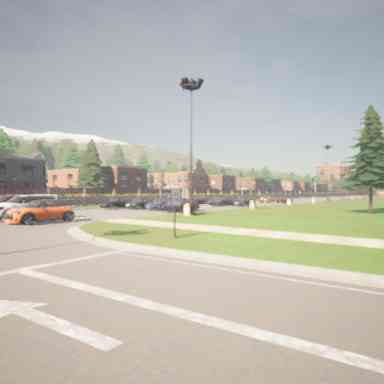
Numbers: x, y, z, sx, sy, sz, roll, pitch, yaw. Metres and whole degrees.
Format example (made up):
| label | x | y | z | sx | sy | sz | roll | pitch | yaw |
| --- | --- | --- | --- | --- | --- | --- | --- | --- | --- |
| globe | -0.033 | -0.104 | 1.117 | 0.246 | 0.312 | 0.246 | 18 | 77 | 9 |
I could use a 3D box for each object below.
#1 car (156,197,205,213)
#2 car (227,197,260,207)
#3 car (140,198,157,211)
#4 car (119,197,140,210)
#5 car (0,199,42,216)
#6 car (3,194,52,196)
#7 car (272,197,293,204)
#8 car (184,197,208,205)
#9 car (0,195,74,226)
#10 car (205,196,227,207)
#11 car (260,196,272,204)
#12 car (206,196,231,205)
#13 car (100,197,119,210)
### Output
| label | x | y | z | sx | sy | sz | roll | pitch | yaw |
| --- | --- | --- | --- | --- | --- | --- | --- | --- | --- |
| car | -1.191 | 1.532 | 37.110 | 2.033 | 1.411 | 5.357 | 0 | 0 | 35 |
| car | 7.782 | 1.472 | 49.951 | 2.128 | 1.511 | 4.902 | 0 | 1 | 35 |
| car | -3.653 | 1.508 | 39.683 | 1.812 | 1.442 | 4.674 | 0 | 0 | 35 |
| car | -6.348 | 1.471 | 41.943 | 2.128 | 1.511 | 4.902 | 0 | 0 | 35 |
| car | -17.506 | 1.471 | 32.343 | 2.128 | 1.511 | 4.902 | 0 | 0 | 37 |
| car | -13.060 | 1.206 | 26.220 | 2.150 | 2.045 | 5.566 | 0 | 0 | 35 |
| car | 17.700 | 1.650 | 64.005 | 1.895 | 1.301 | 4.718 | 0 | 0 | 35 |
| car | 0.713 | 1.579 | 58.076 | 1.895 | 1.301 | 4.718 | 0 | 0 | 35 |
| car | -10.718 | 1.338 | 23.460 | 2.097 | 1.767 | 4.553 | 0 | 0 | 35 |
| car | 4.605 | 1.530 | 51.505 | 2.033 | 1.411 | 5.357 | 0 | 0 | 35 |
| car | 14.847 | 1.505 | 66.033 | 1.882 | 1.535 | 5.008 | 0 | 0 | 35 |
| car | 4.575 | 1.473 | 57.521 | 2.128 | 1.511 | 4.902 | 0 | 0 | 35 |
| car | -9.677 | 1.456 | 43.282 | 1.882 | 1.535 | 5.008 | 0 | 0 | 35 |
